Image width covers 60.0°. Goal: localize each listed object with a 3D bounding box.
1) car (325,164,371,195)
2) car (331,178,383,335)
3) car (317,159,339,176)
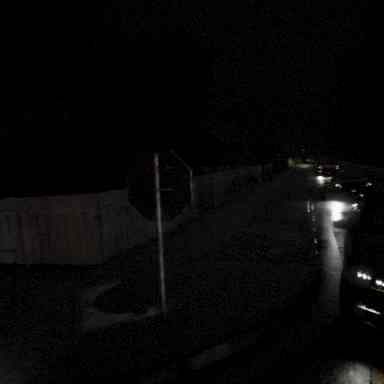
[{"bbox_3d":[8.299,-0.560,17.687,1.812,1.442,4.674,-1,5,19],"label":"car"},{"bbox_3d":[3.462,0.741,5.318,2.128,1.511,4.902,0,6,26],"label":"car"},{"bbox_3d":[14.713,-2.729,36.117,2.097,1.767,4.553,-1,6,19],"label":"car"}]
